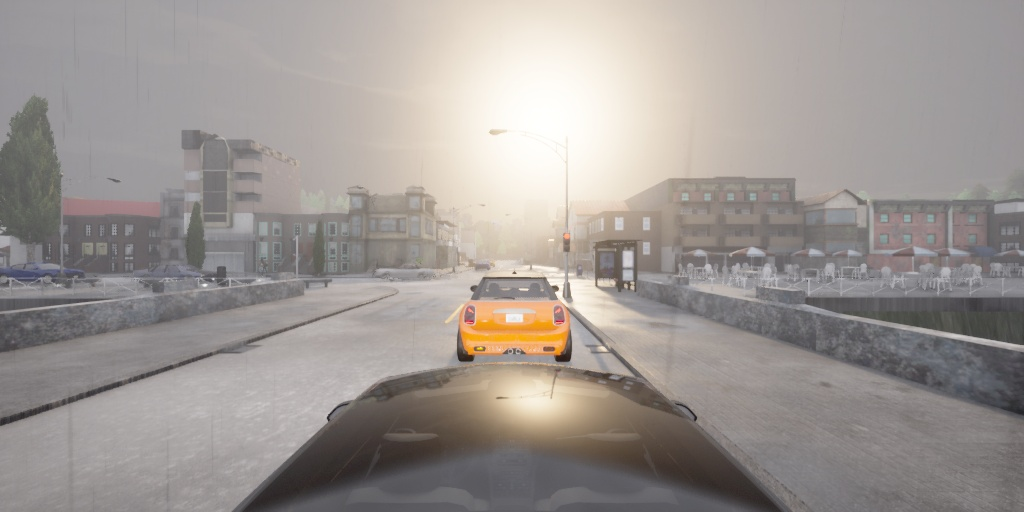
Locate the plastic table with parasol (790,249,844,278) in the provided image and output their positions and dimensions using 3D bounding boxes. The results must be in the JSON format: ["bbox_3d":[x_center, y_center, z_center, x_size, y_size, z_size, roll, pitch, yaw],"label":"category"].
[{"bbox_3d":[22.903,0.674,27.481,2.482,2.480,2.482,0,0,0],"label":"plastic table with parasol"}]

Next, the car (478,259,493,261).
[{"bbox_3d":[-4.091,1.224,51.054,1.882,1.535,5.008,0,0,0],"label":"car"}]

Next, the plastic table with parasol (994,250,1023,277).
[{"bbox_3d":[46.705,0.673,33.205,2.482,2.480,2.482,0,0,0],"label":"plastic table with parasol"}]

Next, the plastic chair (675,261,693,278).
[{"bbox_3d":[14.704,1.277,30.633,0.730,1.272,0.750,0,0,0],"label":"plastic chair"}]

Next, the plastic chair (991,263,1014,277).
[{"bbox_3d":[45.505,1.277,33.325,0.730,1.272,0.750,0,0,0],"label":"plastic chair"}]

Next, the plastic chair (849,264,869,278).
[{"bbox_3d":[29.904,1.277,30.829,0.750,1.272,0.730,0,0,0],"label":"plastic chair"}]

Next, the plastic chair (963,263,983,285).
[{"bbox_3d":[30.502,1.278,23.829,0.750,1.272,0.730,0,0,0],"label":"plastic chair"}]

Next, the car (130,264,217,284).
[{"bbox_3d":[-24.466,1.296,26.184,5.357,1.411,2.033,0,0,0],"label":"car"}]

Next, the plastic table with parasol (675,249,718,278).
[{"bbox_3d":[15.924,0.673,30.513,2.482,2.480,2.482,0,0,0],"label":"plastic table with parasol"}]

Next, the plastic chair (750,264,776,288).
[{"bbox_3d":[15.002,1.278,21.433,0.750,1.272,0.730,0,0,0],"label":"plastic chair"}]

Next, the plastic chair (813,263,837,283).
[{"bbox_3d":[22.803,1.278,26.131,0.750,1.272,0.730,0,0,0],"label":"plastic chair"}]

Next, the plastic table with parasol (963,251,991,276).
[{"bbox_3d":[30.513,0.674,25.109,2.482,2.480,2.482,0,0,0],"label":"plastic table with parasol"}]

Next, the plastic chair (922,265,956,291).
[{"bbox_3d":[23.701,1.278,19.931,0.750,1.272,0.730,0,0,0],"label":"plastic chair"}]

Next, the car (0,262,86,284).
[{"bbox_3d":[-34.322,1.226,26.195,5.008,1.535,1.882,0,0,0],"label":"car"}]

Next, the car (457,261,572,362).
[{"bbox_3d":[0.061,1.102,8.375,2.097,1.767,4.553,0,0,1],"label":"car"}]

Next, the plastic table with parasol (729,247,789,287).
[{"bbox_3d":[15.172,0.674,22.693,2.482,2.480,2.482,0,0,0],"label":"plastic table with parasol"}]

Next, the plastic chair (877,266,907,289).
[{"bbox_3d":[22.602,1.278,21.331,0.730,1.272,0.750,0,0,0],"label":"plastic chair"}]

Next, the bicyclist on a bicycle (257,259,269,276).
[{"bbox_3d":[-24.014,1.097,34.583,0.582,1.620,1.656,0,0,0],"label":"bicyclist on a bicycle"}]

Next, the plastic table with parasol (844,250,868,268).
[{"bbox_3d":[30.234,0.673,32.199,2.482,2.480,2.482,0,0,0],"label":"plastic table with parasol"}]

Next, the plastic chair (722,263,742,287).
[{"bbox_3d":[13.902,1.278,22.834,0.730,1.272,0.750,0,0,0],"label":"plastic chair"}]

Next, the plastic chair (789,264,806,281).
[{"bbox_3d":[21.703,1.278,27.531,0.730,1.272,0.750,0,0,0],"label":"plastic chair"}]

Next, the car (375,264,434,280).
[{"bbox_3d":[-9.092,1.349,30.341,4.718,1.301,1.895,0,0,-22],"label":"car"}]

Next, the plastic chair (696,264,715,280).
[{"bbox_3d":[15.804,1.278,29.233,0.750,1.272,0.730,0,0,0],"label":"plastic chair"}]

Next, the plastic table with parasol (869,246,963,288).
[{"bbox_3d":[23.802,0.674,21.281,2.482,2.480,2.482,0,0,0],"label":"plastic table with parasol"}]
